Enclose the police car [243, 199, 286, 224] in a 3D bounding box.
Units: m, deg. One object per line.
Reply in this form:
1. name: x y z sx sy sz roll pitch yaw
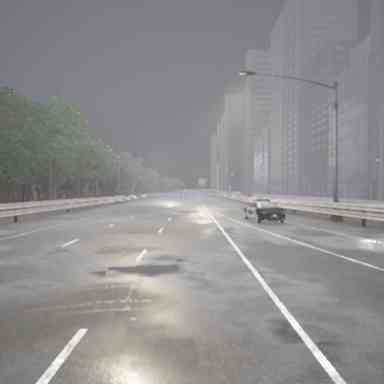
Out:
1. police car: 5.134 1.342 24.392 1.930 1.638 5.238 0 0 -7
